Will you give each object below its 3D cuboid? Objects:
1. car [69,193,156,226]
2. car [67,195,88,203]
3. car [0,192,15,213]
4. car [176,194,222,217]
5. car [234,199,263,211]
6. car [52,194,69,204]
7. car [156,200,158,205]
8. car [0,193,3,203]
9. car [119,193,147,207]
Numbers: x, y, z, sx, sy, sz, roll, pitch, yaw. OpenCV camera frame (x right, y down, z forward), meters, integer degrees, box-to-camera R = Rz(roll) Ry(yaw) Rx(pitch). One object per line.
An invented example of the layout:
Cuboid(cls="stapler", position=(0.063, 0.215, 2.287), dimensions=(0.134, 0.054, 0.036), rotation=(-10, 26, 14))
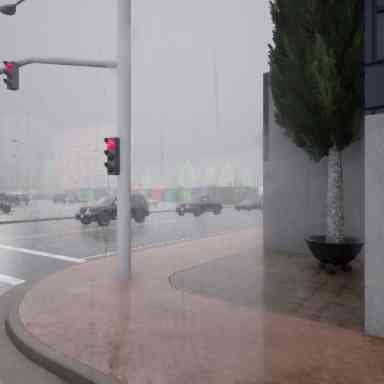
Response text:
Cuboid(cls="car", position=(-5.479, 1.221, 23.733), dimensions=(2.150, 2.045, 5.566), rotation=(0, 0, 36))
Cuboid(cls="car", position=(-21.366, 1.364, 62.171), dimensions=(3.905, 1.438, 1.784), rotation=(0, 0, 35))
Cuboid(cls="car", position=(-20.145, 1.156, 33.698), dimensions=(3.866, 1.878, 1.905), rotation=(0, 0, 35))
Cuboid(cls="car", position=(0.797, 1.221, 32.131), dimensions=(2.150, 2.045, 5.566), rotation=(0, 0, 37))
Cuboid(cls="car", position=(7.204, 1.547, 40.640), dimensions=(2.033, 1.411, 5.357), rotation=(0, 0, 37))
Cuboid(cls="car", position=(-23.097, 1.153, 59.848), dimensions=(4.605, 1.855, 1.932), rotation=(0, 0, 35))
Cuboid(cls="car", position=(-7.119, 1.395, 52.067), dimensions=(3.806, 1.475, 1.970), rotation=(0, 0, 35))
Cuboid(cls="car", position=(-38.588, 1.153, 64.051), dimensions=(4.605, 1.855, 1.932), rotation=(0, 0, 35))
Cuboid(cls="car", position=(-8.805, 1.156, 49.713), dimensions=(3.866, 1.878, 1.905), rotation=(0, 0, 35))
